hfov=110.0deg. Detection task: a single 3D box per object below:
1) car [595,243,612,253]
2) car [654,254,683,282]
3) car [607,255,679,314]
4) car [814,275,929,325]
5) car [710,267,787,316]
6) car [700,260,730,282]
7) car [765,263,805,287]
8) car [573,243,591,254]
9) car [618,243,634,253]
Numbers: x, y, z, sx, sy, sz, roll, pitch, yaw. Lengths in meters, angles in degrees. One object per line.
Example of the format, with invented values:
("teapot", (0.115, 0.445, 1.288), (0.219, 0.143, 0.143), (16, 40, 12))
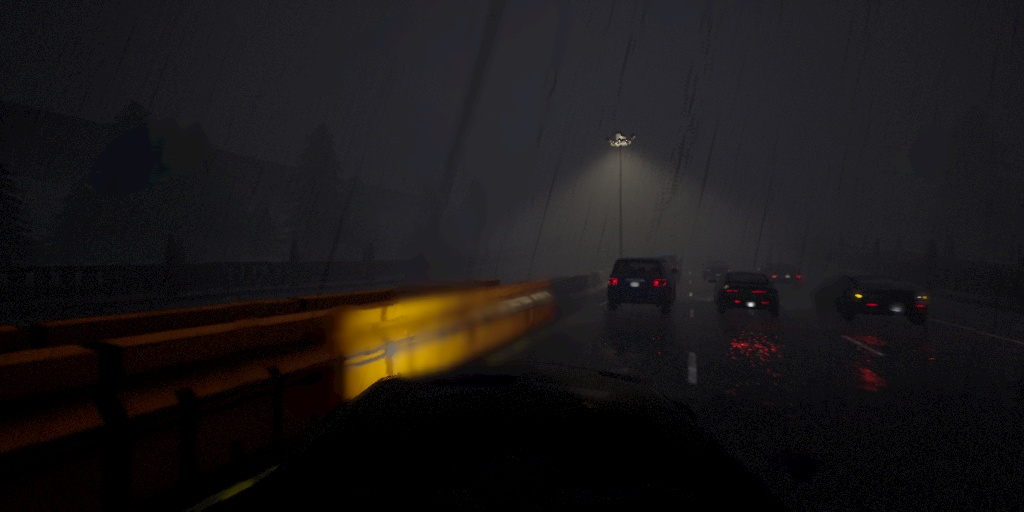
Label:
("car", (14.631, -1.310, 57.309), (1.837, 1.490, 4.892), (0, 6, 27))
("car", (11.909, 0.841, 27.846), (2.150, 2.045, 5.566), (0, 3, 27))
("car", (5.438, 1.078, 14.733), (2.150, 2.045, 5.566), (0, 0, 27))
("car", (12.072, 1.369, 12.331), (1.812, 1.442, 4.674), (0, -1, 27))
("car", (9.046, 1.359, 14.104), (1.837, 1.490, 4.892), (0, 0, 27))
("car", (15.876, 1.048, 27.930), (1.812, 1.442, 4.674), (0, 3, 27))
("car", (17.741, 1.189, 23.866), (2.033, 1.411, 5.357), (0, 2, 27))
("car", (11.497, -1.329, 58.861), (1.882, 1.535, 5.008), (0, 6, 27))
("car", (17.770, -1.297, 55.764), (1.812, 1.442, 4.674), (0, 6, 27))
